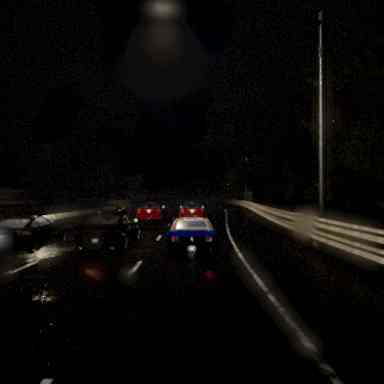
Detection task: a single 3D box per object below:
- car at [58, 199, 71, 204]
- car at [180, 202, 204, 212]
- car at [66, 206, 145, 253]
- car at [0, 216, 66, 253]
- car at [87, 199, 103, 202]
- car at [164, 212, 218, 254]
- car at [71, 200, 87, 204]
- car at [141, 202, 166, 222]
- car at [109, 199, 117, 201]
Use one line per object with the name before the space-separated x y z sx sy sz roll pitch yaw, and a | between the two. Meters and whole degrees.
car | -27.984 2.311 73.920 2.033 1.411 5.357 0 -1 0
car | 0.009 1.635 29.075 2.097 1.767 4.553 0 -1 0
car | -3.490 1.617 14.479 1.882 1.535 5.008 0 0 0
car | -6.997 1.701 14.292 1.994 1.385 4.181 0 -1 0
car | -20.984 2.297 73.918 2.128 1.511 4.902 0 -1 0
car | 0.005 1.736 14.108 1.895 1.301 4.718 0 -1 0
car | -24.484 2.366 73.888 1.895 1.301 4.718 0 -1 0
car | -3.491 1.635 29.080 2.097 1.767 4.553 0 -1 0
car | -17.484 2.311 73.917 2.033 1.411 5.357 0 -1 0
